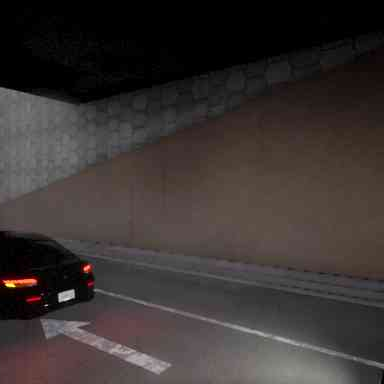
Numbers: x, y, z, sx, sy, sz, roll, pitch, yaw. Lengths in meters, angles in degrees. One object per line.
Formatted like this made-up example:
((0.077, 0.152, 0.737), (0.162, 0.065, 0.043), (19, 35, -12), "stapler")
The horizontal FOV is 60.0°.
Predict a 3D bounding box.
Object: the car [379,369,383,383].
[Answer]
((3.523, 1.505, 1.401), (4.892, 1.490, 1.837), (0, 0, 36), "car")

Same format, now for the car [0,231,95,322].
((-3.918, 1.526, 6.768), (4.674, 1.442, 1.812), (0, 0, 36), "car")
